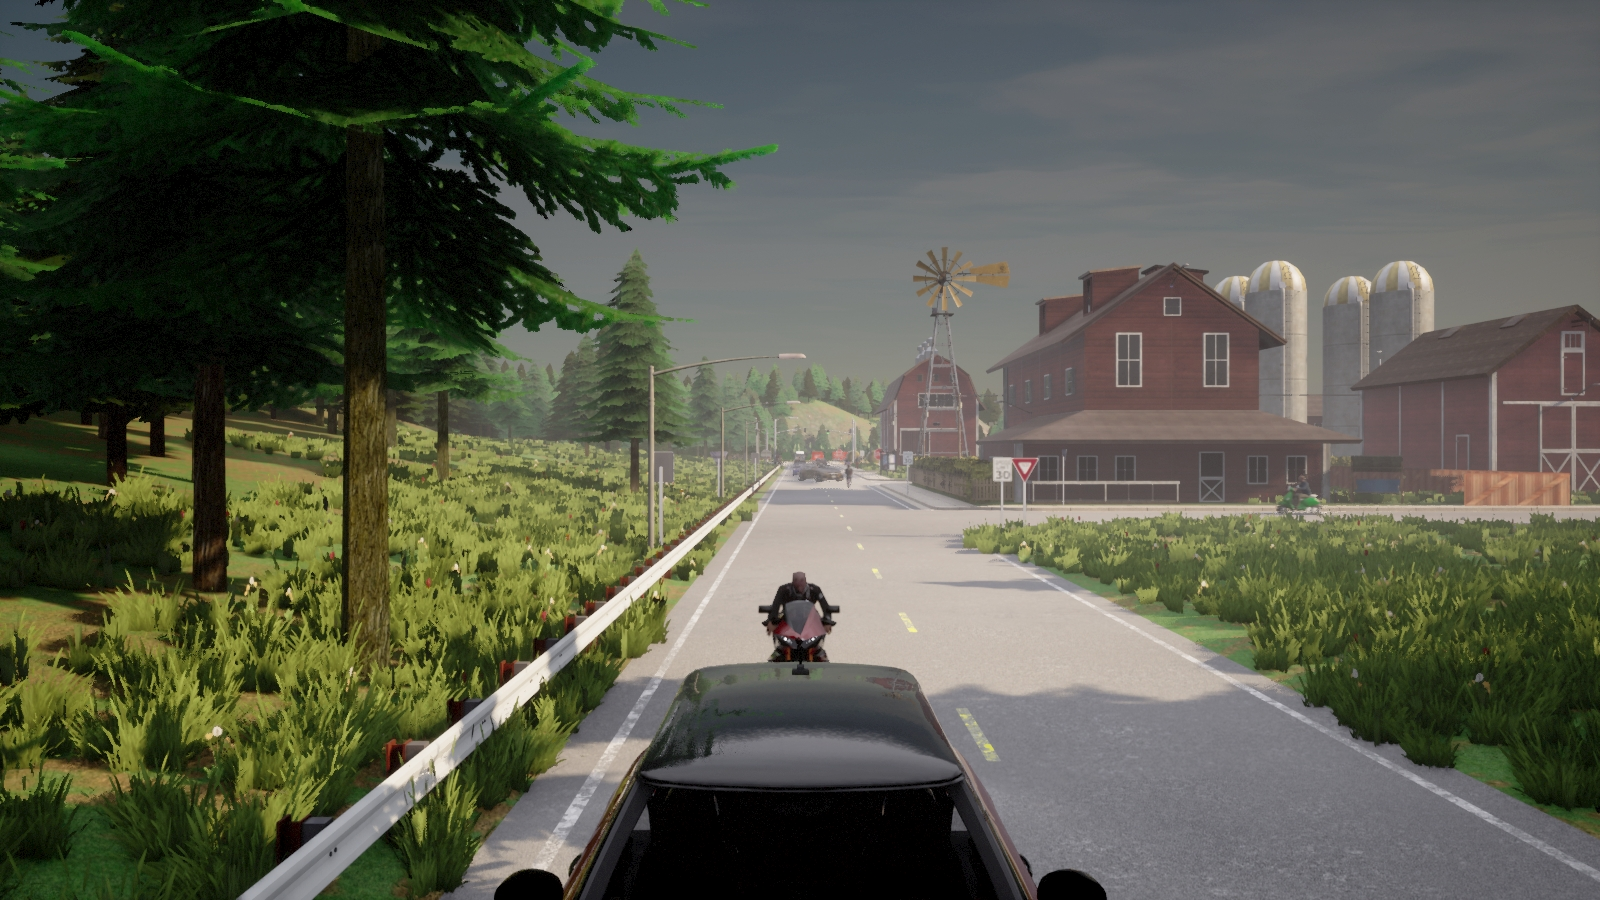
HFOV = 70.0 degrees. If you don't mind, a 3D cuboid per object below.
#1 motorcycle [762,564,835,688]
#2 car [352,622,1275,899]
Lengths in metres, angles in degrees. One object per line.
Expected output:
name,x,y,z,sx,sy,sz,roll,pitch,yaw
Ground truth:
motorcycle,-0.023,2.205,14.669,0.867,1.251,2.209,0,0,0
car,0.033,1.906,4.501,2.097,1.767,4.553,0,0,0
